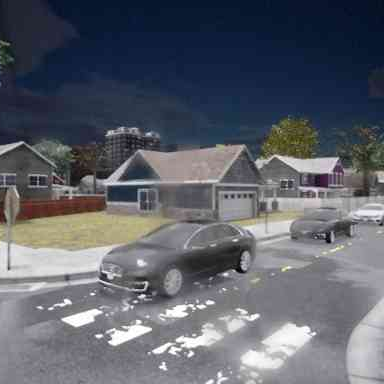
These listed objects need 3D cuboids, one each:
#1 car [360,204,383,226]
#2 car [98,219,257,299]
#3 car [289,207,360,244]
[{"bbox_3d":[13.096,1.575,23.963,1.812,1.442,4.674,0,0,41],"label":"car"},{"bbox_3d":[-0.101,1.515,8.731,1.837,1.490,4.892,0,0,41],"label":"car"},{"bbox_3d":[6.465,1.534,16.315,1.837,1.490,4.892,0,0,41],"label":"car"}]
